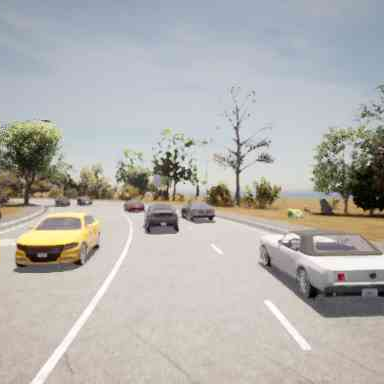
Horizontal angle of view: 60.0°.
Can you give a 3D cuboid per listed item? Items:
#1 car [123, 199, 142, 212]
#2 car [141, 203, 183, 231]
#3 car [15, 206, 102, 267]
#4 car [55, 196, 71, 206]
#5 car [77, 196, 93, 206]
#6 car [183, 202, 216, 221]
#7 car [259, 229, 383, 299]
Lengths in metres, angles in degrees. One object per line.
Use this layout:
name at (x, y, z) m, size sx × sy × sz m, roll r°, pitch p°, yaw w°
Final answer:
car at (-6.635, 1.498, 37.991) m, size 1.994 × 1.385 × 4.181 m, roll 0°, pitch 0°, yaw -19°
car at (-1.951, 1.466, 20.310) m, size 1.837 × 1.490 × 4.892 m, roll 0°, pitch 0°, yaw -10°
car at (-4.398, 1.464, 11.620) m, size 1.882 × 1.535 × 5.008 m, roll 0°, pitch 0°, yaw -7°
car at (-19.107, 1.428, 49.173) m, size 1.837 × 1.490 × 4.892 m, roll 0°, pitch 0°, yaw -27°
car at (-16.976, 1.408, 52.697) m, size 2.128 × 1.511 × 4.902 m, roll 0°, pitch 0°, yaw -27°
car at (0.362, 1.490, 26.588) m, size 2.033 × 1.411 × 5.357 m, roll 0°, pitch 0°, yaw -13°
car at (3.140, 1.572, 8.376) m, size 1.895 × 1.301 × 4.718 m, roll 0°, pitch 0°, yaw -4°
